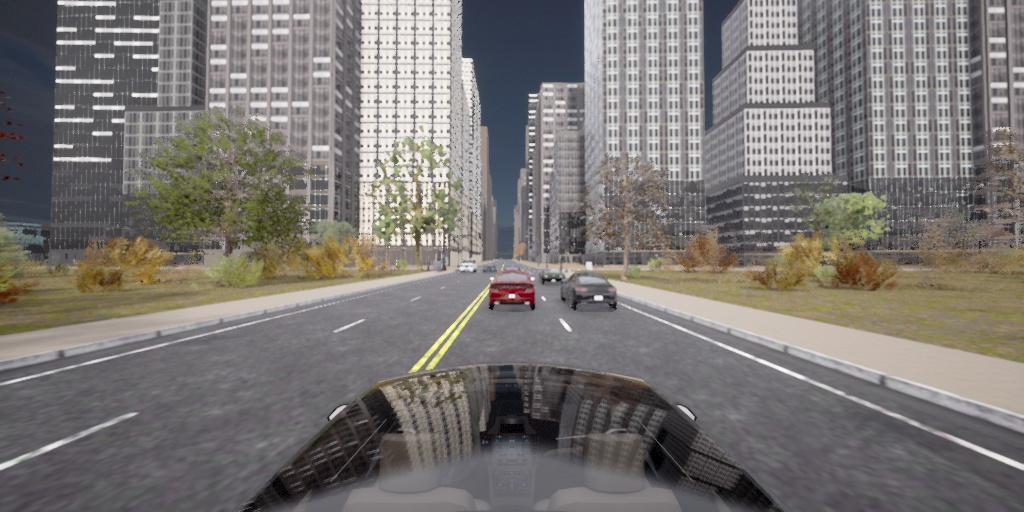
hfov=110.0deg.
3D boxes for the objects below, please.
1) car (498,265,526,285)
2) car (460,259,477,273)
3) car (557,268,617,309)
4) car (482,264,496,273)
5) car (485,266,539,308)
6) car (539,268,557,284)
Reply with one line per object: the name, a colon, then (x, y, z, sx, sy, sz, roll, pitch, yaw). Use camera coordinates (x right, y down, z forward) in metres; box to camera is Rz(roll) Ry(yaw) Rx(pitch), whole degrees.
car: (0.004, 1.543, 30.333, 2.128, 1.511, 4.902, 0, 0, 0)
car: (-6.535, 1.511, 54.329, 2.150, 2.045, 5.566, 0, -1, 0)
car: (3.263, 1.426, 15.730, 1.812, 1.442, 4.674, 0, 0, 0)
car: (-3.296, 1.840, 53.437, 1.994, 1.385, 4.181, 0, -1, 0)
car: (0.018, 1.381, 16.066, 1.882, 1.535, 5.008, 0, 0, 0)
car: (3.251, 1.649, 30.096, 1.895, 1.301, 4.718, 0, -1, 0)
